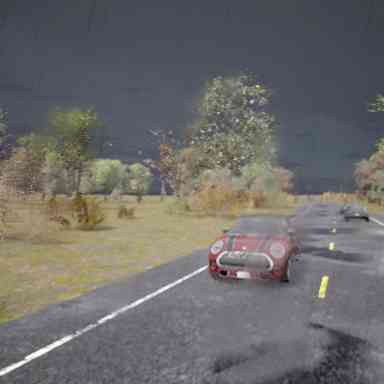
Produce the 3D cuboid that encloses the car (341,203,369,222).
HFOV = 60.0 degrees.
[{"bbox_3d":[15.191,1.937,30.801,1.994,1.385,4.181,0,-1,24],"label":"car"}]

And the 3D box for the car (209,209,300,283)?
[{"bbox_3d":[2.109,1.482,10.307,2.097,1.767,4.553,0,-1,22],"label":"car"}]
